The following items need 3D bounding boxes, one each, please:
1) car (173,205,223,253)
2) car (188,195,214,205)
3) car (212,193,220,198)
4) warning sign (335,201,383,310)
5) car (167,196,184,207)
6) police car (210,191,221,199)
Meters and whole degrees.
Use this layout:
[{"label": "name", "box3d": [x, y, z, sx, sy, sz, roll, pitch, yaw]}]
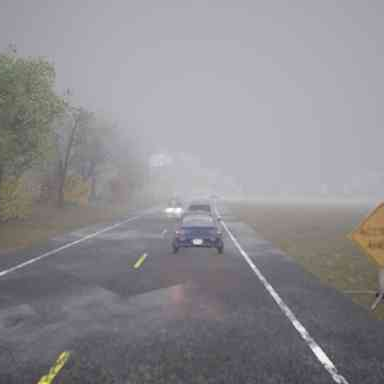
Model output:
[{"label": "car", "box3d": [0.243, 1.488, 13.482, 1.812, 1.442, 4.674, 0, 0, 1]}, {"label": "car", "box3d": [0.696, 1.344, 29.217, 1.882, 1.535, 5.008, 0, 0, 2]}, {"label": "car", "box3d": [6.641, 0.966, 92.755, 1.882, 1.535, 5.008, 0, 0, 7]}, {"label": "warning sign", "box3d": [3.573, 1.106, 6.259, 1.300, 1.860, 1.060, -1, 0, 1]}, {"label": "car", "box3d": [-2.216, 1.253, 44.834, 2.128, 1.511, 4.902, 0, 0, 4]}, {"label": "police car", "box3d": [5.535, 0.942, 82.960, 1.930, 1.638, 5.238, 0, 0, 6]}]
